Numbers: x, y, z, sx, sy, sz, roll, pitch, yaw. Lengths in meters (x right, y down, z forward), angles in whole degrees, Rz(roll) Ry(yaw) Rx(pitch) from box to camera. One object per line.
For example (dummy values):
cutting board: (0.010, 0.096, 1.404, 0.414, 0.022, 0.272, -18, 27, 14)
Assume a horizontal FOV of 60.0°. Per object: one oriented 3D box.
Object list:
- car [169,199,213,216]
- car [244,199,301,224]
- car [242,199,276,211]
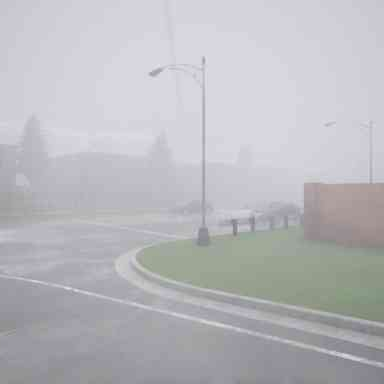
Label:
car: (-0.054, 1.478, 33.258, 5.008, 1.535, 1.882, 0, 0, -42)
car: (6.324, 1.491, 24.860, 4.902, 1.511, 2.128, 0, 0, -42)
car: (8.333, 1.564, 40.934, 4.181, 1.385, 1.994, 0, 0, -42)
